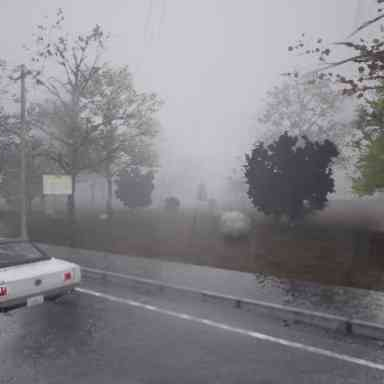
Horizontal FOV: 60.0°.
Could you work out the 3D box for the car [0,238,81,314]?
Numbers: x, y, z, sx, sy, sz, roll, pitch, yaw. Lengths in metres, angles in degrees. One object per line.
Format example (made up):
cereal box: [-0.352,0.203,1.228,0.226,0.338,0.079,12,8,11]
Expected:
car: [-4.626,1.696,7.296,4.718,1.301,1.895,-1,0,36]
